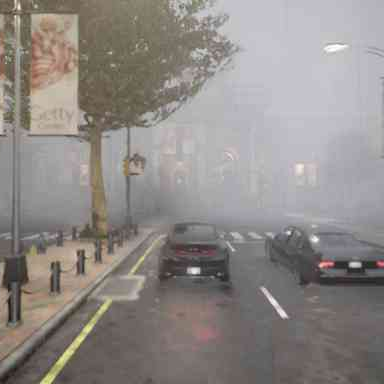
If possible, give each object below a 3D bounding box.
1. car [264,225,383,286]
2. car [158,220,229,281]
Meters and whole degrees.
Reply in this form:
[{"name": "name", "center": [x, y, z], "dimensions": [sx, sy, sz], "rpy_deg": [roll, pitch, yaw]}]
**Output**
[{"name": "car", "center": [3.549, 1.667, 9.761], "dimensions": [2.033, 1.411, 5.357], "rpy_deg": [0, -1, 0]}, {"name": "car", "center": [0.047, 1.630, 10.222], "dimensions": [1.837, 1.490, 4.892], "rpy_deg": [0, -1, 0]}]
